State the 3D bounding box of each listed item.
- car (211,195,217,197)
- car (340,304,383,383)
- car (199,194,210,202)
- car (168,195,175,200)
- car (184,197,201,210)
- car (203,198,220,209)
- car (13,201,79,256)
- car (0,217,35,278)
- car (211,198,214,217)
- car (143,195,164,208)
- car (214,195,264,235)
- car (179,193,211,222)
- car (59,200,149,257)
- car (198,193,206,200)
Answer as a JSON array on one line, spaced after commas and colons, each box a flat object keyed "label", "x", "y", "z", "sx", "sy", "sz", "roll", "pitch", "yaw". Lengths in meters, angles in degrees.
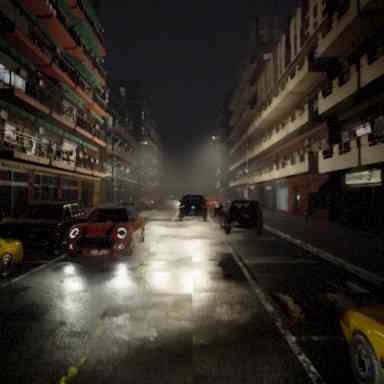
[{"label": "car", "x": 2.696, "y": 1.301, "z": 41.114, "sx": 2.192, "sy": 1.841, "sz": 5.009, "roll": 1, "pitch": 0, "yaw": 0}, {"label": "car", "x": 2.701, "y": 1.524, "z": 2.310, "sx": 1.752, "sy": 1.417, "sz": 4.829, "roll": 1, "pitch": 0, "yaw": 0}, {"label": "car", "x": 2.690, "y": 1.296, "z": 74.523, "sx": 2.192, "sy": 1.841, "sz": 5.009, "roll": 1, "pitch": 0, "yaw": 0}, {"label": "car", "x": -5.696, "y": 1.532, "z": 91.258, "sx": 2.008, "sy": 1.369, "sz": 4.403, "roll": 1, "pitch": 0, "yaw": 0}, {"label": "car", "x": 0.092, "y": 1.477, "z": 44.825, "sx": 2.128, "sy": 1.511, "sz": 4.902, "roll": 0, "pitch": 0, "yaw": 0}, {"label": "car", "x": 2.692, "y": 1.535, "z": 46.683, "sx": 2.008, "sy": 1.369, "sz": 4.403, "roll": 1, "pitch": 0, "yaw": 0}, {"label": "car", "x": -5.679, "y": 1.309, "z": 13.307, "sx": 2.192, "sy": 1.841, "sz": 5.009, "roll": 1, "pitch": 0, "yaw": 0}, {"label": "car", "x": -5.681, "y": 1.522, "z": 7.570, "sx": 1.752, "sy": 1.417, "sz": 4.829, "roll": 1, "pitch": 0, "yaw": 0}, {"label": "car", "x": 2.695, "y": 1.539, "z": 29.979, "sx": 2.008, "sy": 1.369, "sz": 4.403, "roll": 1, "pitch": 0, "yaw": 0}, {"label": "car", "x": -5.685, "y": 1.300, "z": 46.715, "sx": 2.192, "sy": 1.841, "sz": 5.009, "roll": 1, "pitch": 0, "yaw": 0}, {"label": "car", "x": 2.700, "y": 1.307, "z": 18.844, "sx": 2.192, "sy": 1.841, "sz": 5.009, "roll": 1, "pitch": 0, "yaw": 0}, {"label": "car", "x": 0.099, "y": 1.208, "z": 26.790, "sx": 2.150, "sy": 2.045, "sz": 5.566, "roll": 0, "pitch": 0, "yaw": 0}, {"label": "car", "x": -3.103, "y": 1.346, "z": 12.869, "sx": 2.097, "sy": 1.767, "sz": 4.553, "roll": 0, "pitch": 0, "yaw": 0}, {"label": "car", "x": 2.687, "y": 1.296, "z": 91.226, "sx": 2.192, "sy": 1.841, "sz": 5.009, "roll": 1, "pitch": 0, "yaw": 0}]
